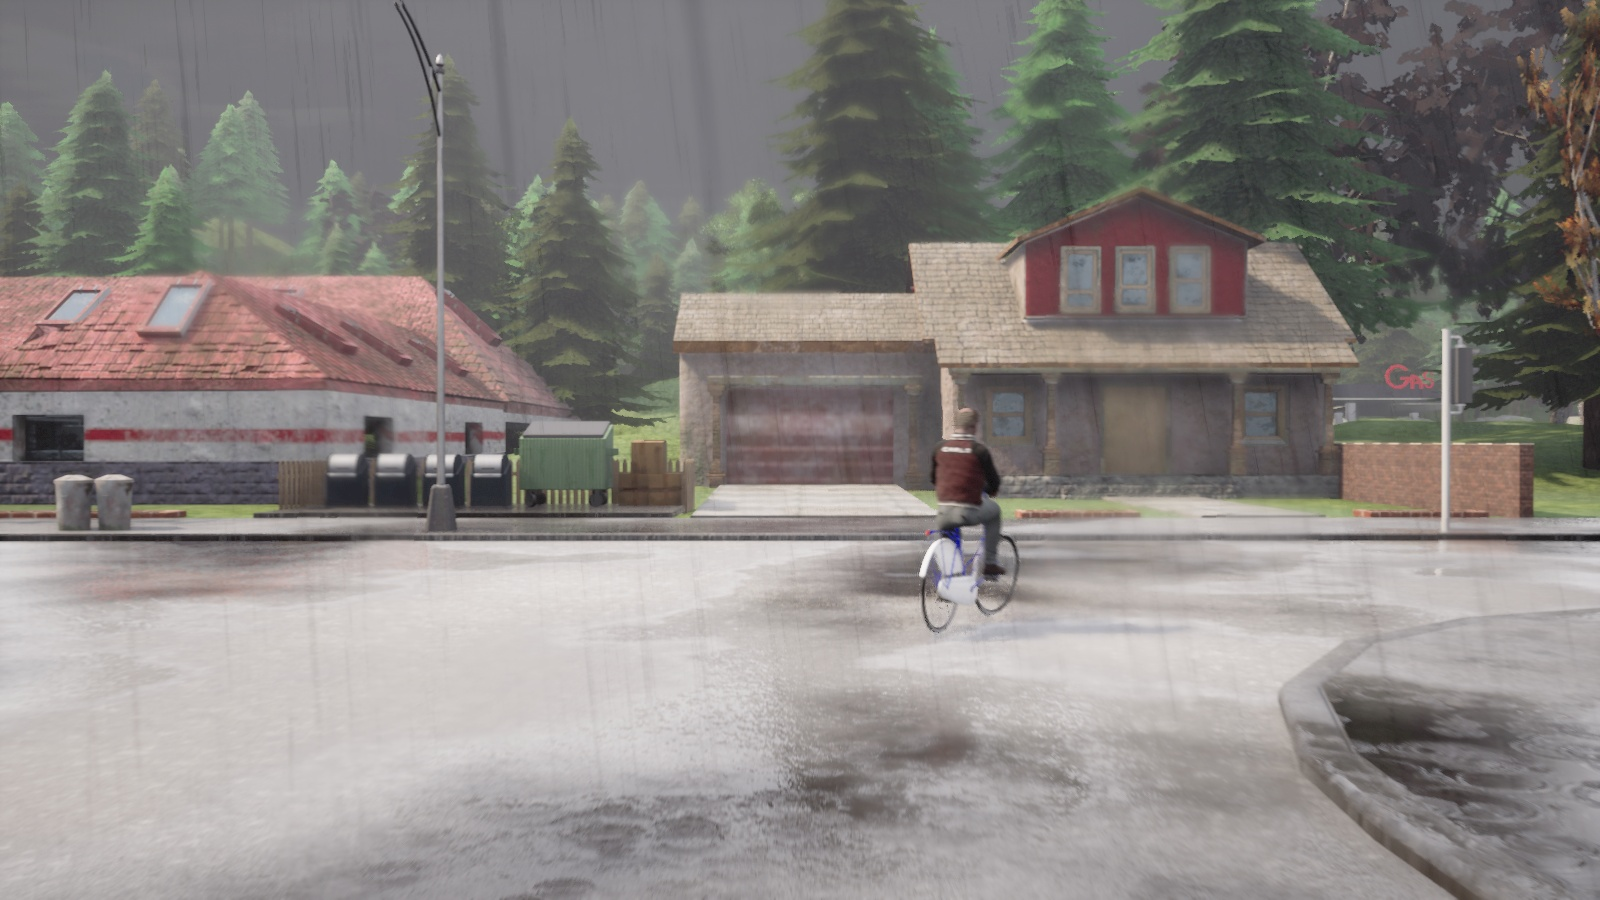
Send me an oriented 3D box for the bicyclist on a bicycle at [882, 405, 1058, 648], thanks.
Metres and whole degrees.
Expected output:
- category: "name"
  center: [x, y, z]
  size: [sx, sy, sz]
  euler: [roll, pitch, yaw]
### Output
- category: "bicyclist on a bicycle"
  center: [1.420, 0.550, 10.209]
  size: [0.659, 1.776, 1.843]
  euler: [3, 2, 32]
